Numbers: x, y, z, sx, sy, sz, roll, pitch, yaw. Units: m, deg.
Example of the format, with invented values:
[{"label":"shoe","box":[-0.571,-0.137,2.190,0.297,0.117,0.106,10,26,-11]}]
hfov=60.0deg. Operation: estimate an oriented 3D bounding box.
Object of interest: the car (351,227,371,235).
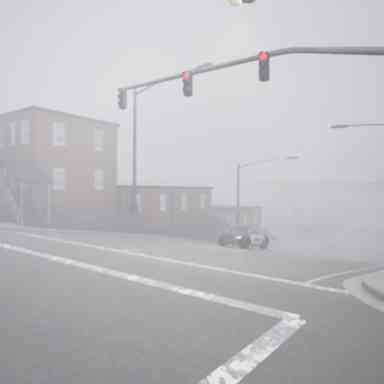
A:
[{"label":"car","box":[39.157,9.100,77.135,1.853,1.218,4.536,0,0,-9]}]

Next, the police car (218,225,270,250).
[{"label":"police car","box":[3.717,3.187,23.743,2.038,1.542,4.974,1,-7,37]}]

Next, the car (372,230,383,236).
[{"label":"car","box":[42.881,9.145,74.288,4.536,1.218,1.853,0,0,1]}]

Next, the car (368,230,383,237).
[{"label":"car","box":[42.828,9.302,74.290,4.974,1.542,2.038,0,0,1]}]

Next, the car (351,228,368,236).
[{"label":"car","box":[39.164,9.257,77.084,2.038,1.542,4.974,0,0,-9]}]
